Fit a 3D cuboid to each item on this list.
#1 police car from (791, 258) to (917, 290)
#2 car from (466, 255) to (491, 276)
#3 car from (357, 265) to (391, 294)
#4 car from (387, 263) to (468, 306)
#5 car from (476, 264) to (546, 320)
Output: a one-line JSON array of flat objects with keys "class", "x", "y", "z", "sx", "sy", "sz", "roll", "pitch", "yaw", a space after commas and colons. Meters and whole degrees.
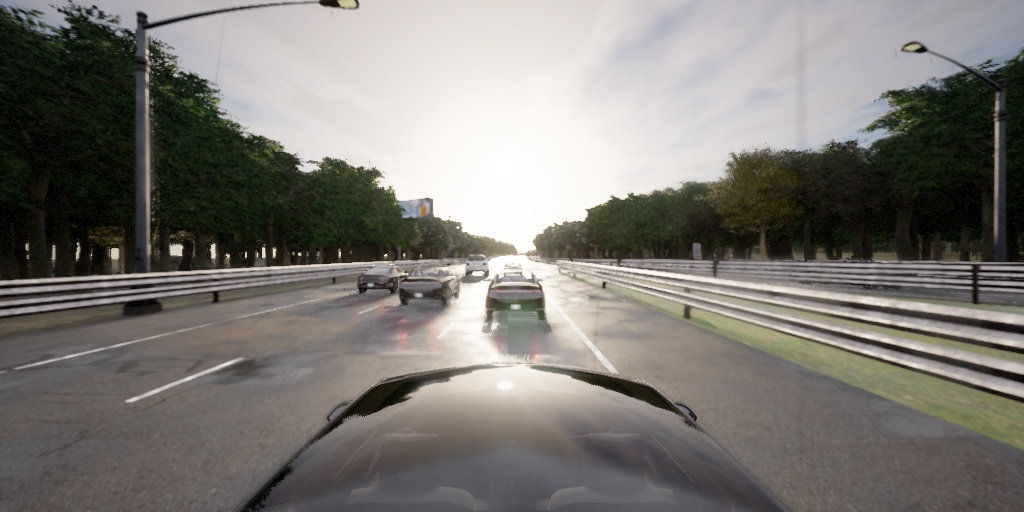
[{"class": "police car", "x": 17.932, "y": 0.925, "z": 19.279, "sx": 2.038, "sy": 1.542, "sz": 4.974, "roll": 0, "pitch": 0, "yaw": -17}, {"class": "car", "x": -3.394, "y": 0.919, "z": 36.181, "sx": 2.150, "sy": 2.045, "sz": 5.566, "roll": 0, "pitch": 0, "yaw": 0}, {"class": "car", "x": -6.895, "y": 1.237, "z": 19.773, "sx": 1.812, "sy": 1.442, "sz": 4.674, "roll": 0, "pitch": 0, "yaw": 0}, {"class": "car", "x": -3.397, "y": 1.211, "z": 15.493, "sx": 2.128, "sy": 1.511, "sz": 4.902, "roll": 0, "pitch": 0, "yaw": 0}, {"class": "car", "x": 0.102, "y": 1.218, "z": 12.567, "sx": 2.128, "sy": 1.511, "sz": 4.902, "roll": 0, "pitch": 0, "yaw": 0}]
